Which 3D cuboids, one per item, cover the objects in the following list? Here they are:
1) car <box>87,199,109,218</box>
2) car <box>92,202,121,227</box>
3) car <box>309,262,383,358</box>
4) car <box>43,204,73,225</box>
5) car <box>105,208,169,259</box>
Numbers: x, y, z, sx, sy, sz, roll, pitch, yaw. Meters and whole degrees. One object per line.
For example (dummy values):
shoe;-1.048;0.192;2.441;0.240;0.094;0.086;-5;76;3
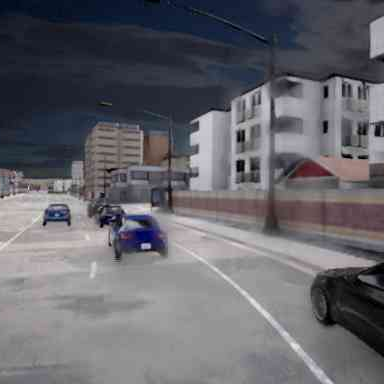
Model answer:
car;-8.675;1.409;31.313;2.097;1.767;4.553;1;0;-20
car;-5.572;1.615;23.064;1.994;1.385;4.181;1;0;-20
car;3.245;1.583;4.361;1.812;1.442;4.674;1;0;-5
car;-9.682;1.558;24.115;2.033;1.411;5.357;1;0;-20
car;-2.140;1.565;12.729;1.812;1.442;4.674;1;-1;-18
